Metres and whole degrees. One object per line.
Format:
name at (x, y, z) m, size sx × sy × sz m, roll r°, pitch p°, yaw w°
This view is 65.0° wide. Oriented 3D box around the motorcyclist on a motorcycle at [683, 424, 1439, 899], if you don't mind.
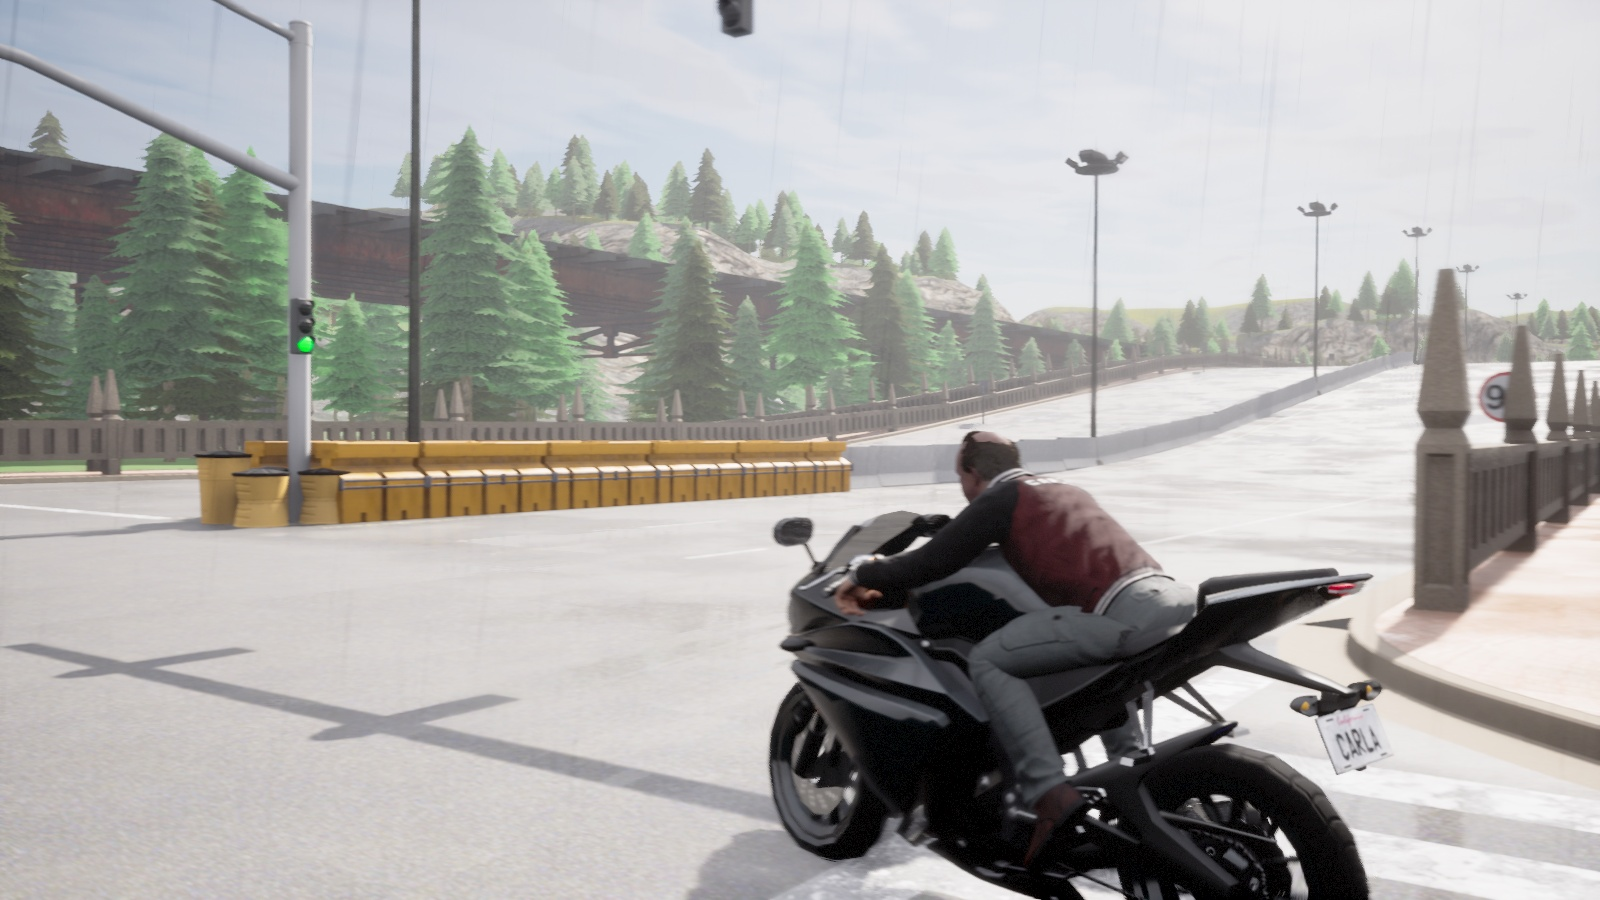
motorcyclist on a motorcycle at (0.650, 0.706, 3.884) m, size 0.866 × 1.530 × 2.191 m, roll 0°, pitch 0°, yaw -42°
